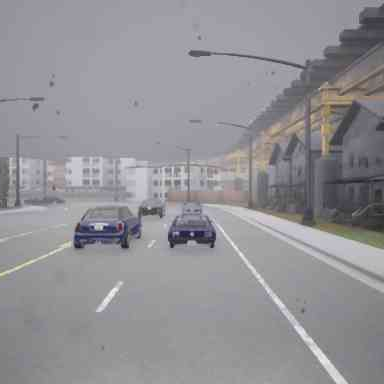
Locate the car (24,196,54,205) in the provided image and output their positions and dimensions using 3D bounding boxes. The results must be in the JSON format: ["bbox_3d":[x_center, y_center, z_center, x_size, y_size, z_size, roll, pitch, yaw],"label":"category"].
[{"bbox_3d":[-27.078,1.652,58.294,4.718,1.301,1.895,0,0,24],"label":"car"}]

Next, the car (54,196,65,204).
[{"bbox_3d":[-25.691,1.558,61.508,4.892,1.490,1.837,0,0,24],"label":"car"}]

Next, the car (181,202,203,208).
[{"bbox_3d":[0.000,1.561,29.650,2.033,1.411,5.357,0,0,0],"label":"car"}]

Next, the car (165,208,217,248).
[{"bbox_3d":[0.000,1.613,14.680,1.895,1.301,4.718,0,0,0],"label":"car"}]

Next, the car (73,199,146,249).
[{"bbox_3d":[-3.500,1.363,14.620,2.097,1.767,4.553,0,0,0],"label":"car"}]

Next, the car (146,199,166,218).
[{"bbox_3d":[-3.500,1.363,29.620,2.097,1.767,4.553,0,0,0],"label":"car"}]
